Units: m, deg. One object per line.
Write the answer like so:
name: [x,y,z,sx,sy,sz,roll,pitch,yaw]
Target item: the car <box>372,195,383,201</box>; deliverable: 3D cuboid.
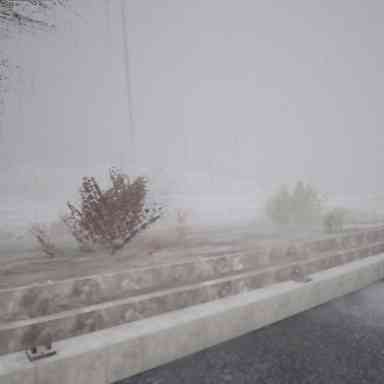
car: [44.058,1.500,77.489,2.033,1.411,5.357,0,0,2]
